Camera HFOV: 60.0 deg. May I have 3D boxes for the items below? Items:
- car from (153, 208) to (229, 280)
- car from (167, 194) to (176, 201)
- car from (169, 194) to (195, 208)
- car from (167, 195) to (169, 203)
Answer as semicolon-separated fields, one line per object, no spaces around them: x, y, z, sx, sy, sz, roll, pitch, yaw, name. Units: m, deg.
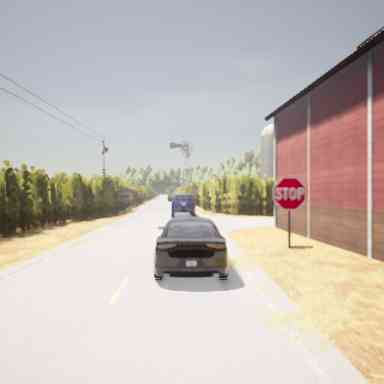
-0.048;1.477;10.033;1.882;1.535;5.008;0;0;-1;car
-4.948;1.270;80.483;2.097;1.767;4.553;0;0;-5;car
-0.900;1.220;31.522;2.150;2.045;5.566;0;0;-4;car
-4.085;1.468;70.129;1.882;1.535;5.008;0;0;-5;car
